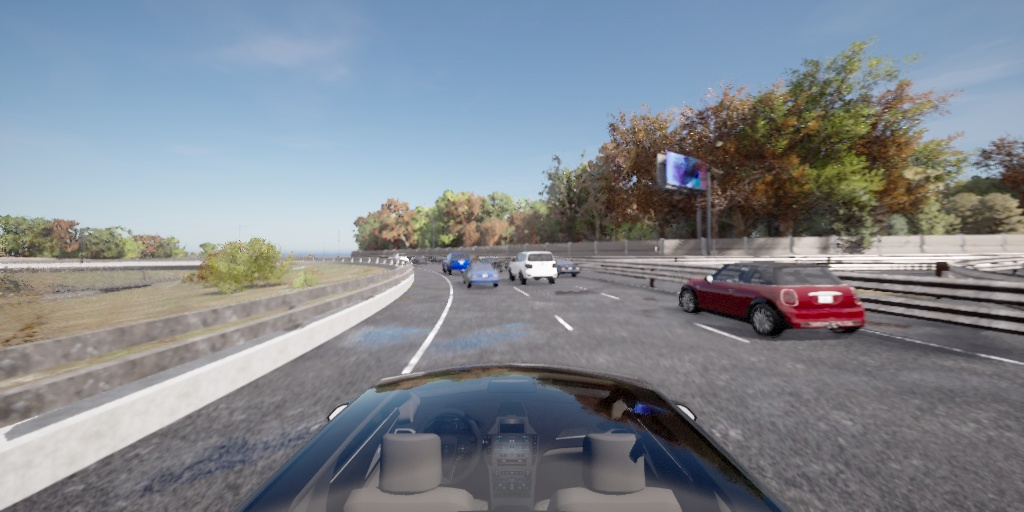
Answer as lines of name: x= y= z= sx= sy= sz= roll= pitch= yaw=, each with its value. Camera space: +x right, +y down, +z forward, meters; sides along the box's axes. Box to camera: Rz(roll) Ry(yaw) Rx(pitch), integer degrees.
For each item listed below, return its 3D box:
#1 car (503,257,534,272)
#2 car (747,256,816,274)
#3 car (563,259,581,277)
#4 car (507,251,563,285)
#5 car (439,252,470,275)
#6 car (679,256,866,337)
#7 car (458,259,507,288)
car: x=0.638 y=0.862 z=38.838 sx=1.812 sy=1.442 sz=4.674 roll=-1 pitch=1 yaw=-19
car: x=22.321 y=0.723 z=29.862 sx=4.181 sy=1.385 sz=1.994 roll=-1 pitch=1 yaw=18
car: x=3.746 y=0.950 z=29.165 sx=2.033 sy=1.411 sz=5.357 roll=-1 pitch=1 yaw=-15
car: x=1.250 y=0.716 z=23.755 sx=2.150 sy=2.045 sz=5.566 roll=-1 pitch=1 yaw=-12
car: x=-5.342 y=0.681 z=34.656 sx=2.150 sy=2.045 sz=5.566 roll=-1 pitch=1 yaw=-18
car: x=6.598 y=0.929 z=9.851 sx=2.097 sy=1.767 sz=4.553 roll=-1 pitch=1 yaw=-4
car: x=-1.964 y=1.101 z=21.974 sx=2.033 sy=1.411 sz=5.357 roll=-1 pitch=1 yaw=-12
